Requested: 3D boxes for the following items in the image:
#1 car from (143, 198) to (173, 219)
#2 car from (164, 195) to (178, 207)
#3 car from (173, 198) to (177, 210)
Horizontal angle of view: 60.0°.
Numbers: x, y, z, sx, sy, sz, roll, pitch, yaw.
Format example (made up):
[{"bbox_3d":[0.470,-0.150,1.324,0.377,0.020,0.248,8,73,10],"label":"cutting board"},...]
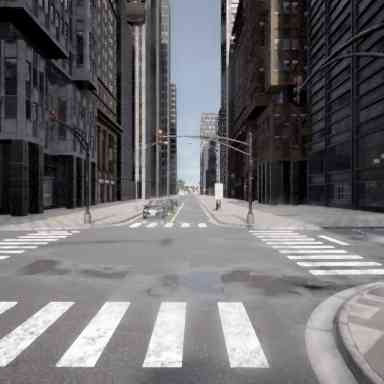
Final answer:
[{"bbox_3d":[-3.169,1.501,29.425,2.128,1.511,4.902,0,0,0],"label":"car"},{"bbox_3d":[-3.208,1.585,52.275,1.994,1.385,4.181,0,0,0],"label":"car"},{"bbox_3d":[-3.196,1.579,39.491,1.994,1.385,4.181,0,0,-1],"label":"car"}]
